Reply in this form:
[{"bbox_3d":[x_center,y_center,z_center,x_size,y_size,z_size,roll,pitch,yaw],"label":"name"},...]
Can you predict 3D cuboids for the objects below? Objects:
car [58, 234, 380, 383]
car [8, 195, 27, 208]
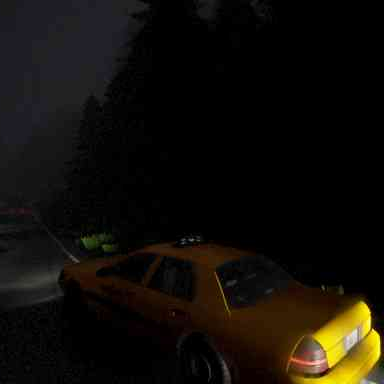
[{"bbox_3d":[-0.244,1.417,5.097,5.366,1.575,1.801,1,1,45],"label":"car"},{"bbox_3d":[-21.048,1.057,40.117,2.128,1.511,4.902,-2,2,-26],"label":"car"}]
